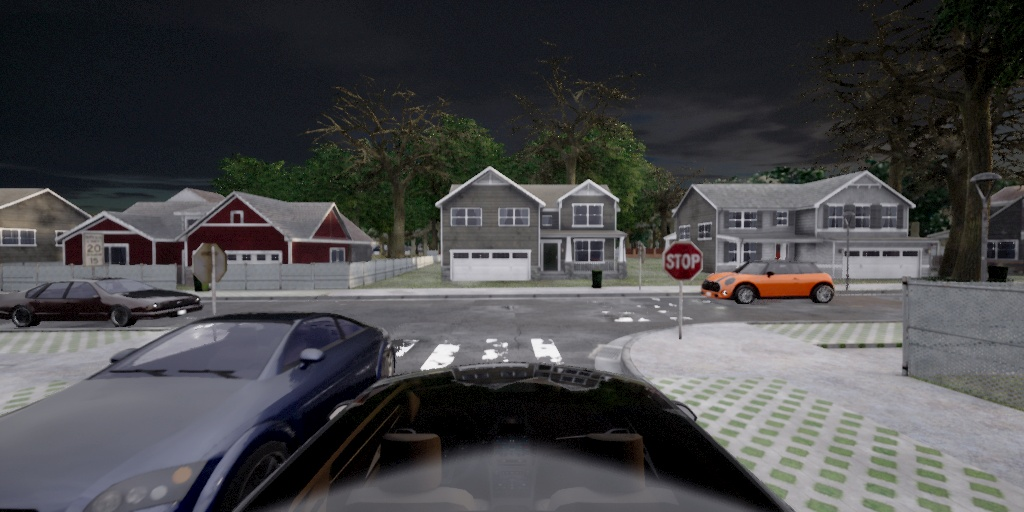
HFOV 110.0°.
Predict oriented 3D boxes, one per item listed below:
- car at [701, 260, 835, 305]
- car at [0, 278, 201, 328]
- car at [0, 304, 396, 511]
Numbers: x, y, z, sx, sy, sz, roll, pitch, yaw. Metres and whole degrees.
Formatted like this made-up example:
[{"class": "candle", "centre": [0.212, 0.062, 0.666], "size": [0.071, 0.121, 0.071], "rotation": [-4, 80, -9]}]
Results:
[{"class": "car", "centre": [10.306, 0.960, 14.697], "size": [4.553, 1.767, 2.097], "rotation": [0, 1, -1]}, {"class": "car", "centre": [-13.155, 1.413, 11.457], "size": [5.357, 1.411, 2.033], "rotation": [0, 1, 1]}, {"class": "car", "centre": [-2.724, 1.313, 3.728], "size": [1.994, 1.385, 4.181], "rotation": [0, 0, 0]}]
